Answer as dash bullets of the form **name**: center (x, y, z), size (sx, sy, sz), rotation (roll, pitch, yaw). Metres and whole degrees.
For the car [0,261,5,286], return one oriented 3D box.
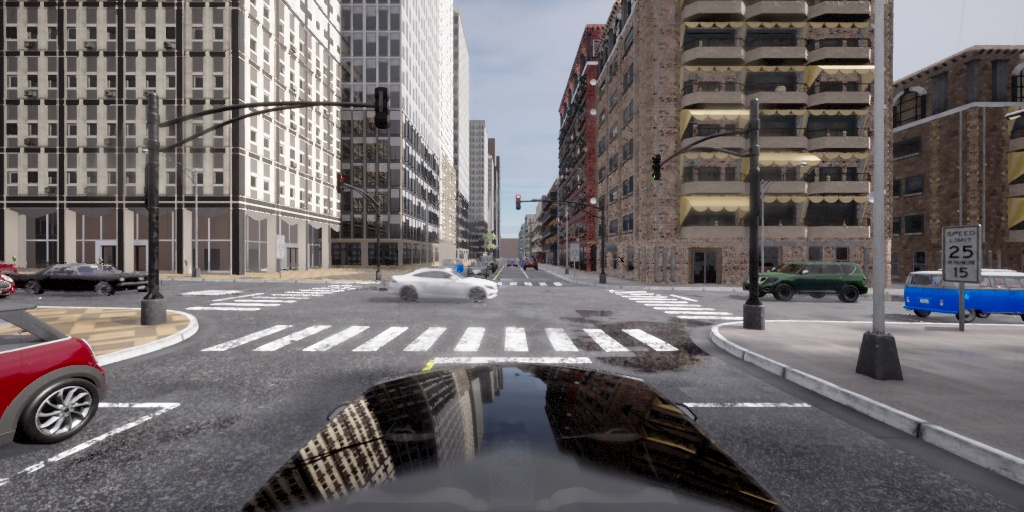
- **car**: center (-21.156, 0.818, 13.112), size (4.097, 1.591, 1.967), rotation (0, 0, 0)

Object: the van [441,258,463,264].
- **van**: center (-5.716, 1.097, 34.831), size (1.690, 1.789, 3.998), rotation (0, 0, 0)

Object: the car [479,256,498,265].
- **car**: center (-3.132, 0.982, 44.116), size (2.150, 2.045, 5.566), rotation (0, 0, 0)

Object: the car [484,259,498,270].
- **car**: center (-3.127, 1.244, 54.456), size (1.882, 1.535, 5.008), rotation (0, 0, 0)

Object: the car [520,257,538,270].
- **car**: center (2.651, 1.079, 51.492), size (2.192, 1.841, 5.009), rotation (0, 0, 0)

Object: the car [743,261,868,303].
- **car**: center (15.445, 1.297, 19.012), size (5.566, 2.045, 2.150), rotation (1, 0, 0)

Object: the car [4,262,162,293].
- **car**: center (-18.451, 1.027, 15.709), size (4.718, 1.301, 1.895), rotation (1, 0, 0)

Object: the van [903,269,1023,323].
- **van**: center (16.903, 1.453, 13.091), size (3.998, 1.789, 1.690), rotation (0, 0, 0)

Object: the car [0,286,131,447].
- **car**: center (-5.691, 1.190, 2.357), size (1.967, 1.591, 4.097), rotation (0, 0, 0)

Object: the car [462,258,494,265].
- **car**: center (-3.127, 1.247, 33.965), size (2.128, 1.511, 4.902), rotation (0, 0, 0)

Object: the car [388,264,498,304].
- **car**: center (-2.996, 1.250, 15.759), size (4.674, 1.442, 1.812), rotation (1, 0, 0)

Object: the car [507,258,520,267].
- **car**: center (0.050, 1.374, 64.508), size (1.895, 1.301, 4.718), rotation (0, 0, 0)
